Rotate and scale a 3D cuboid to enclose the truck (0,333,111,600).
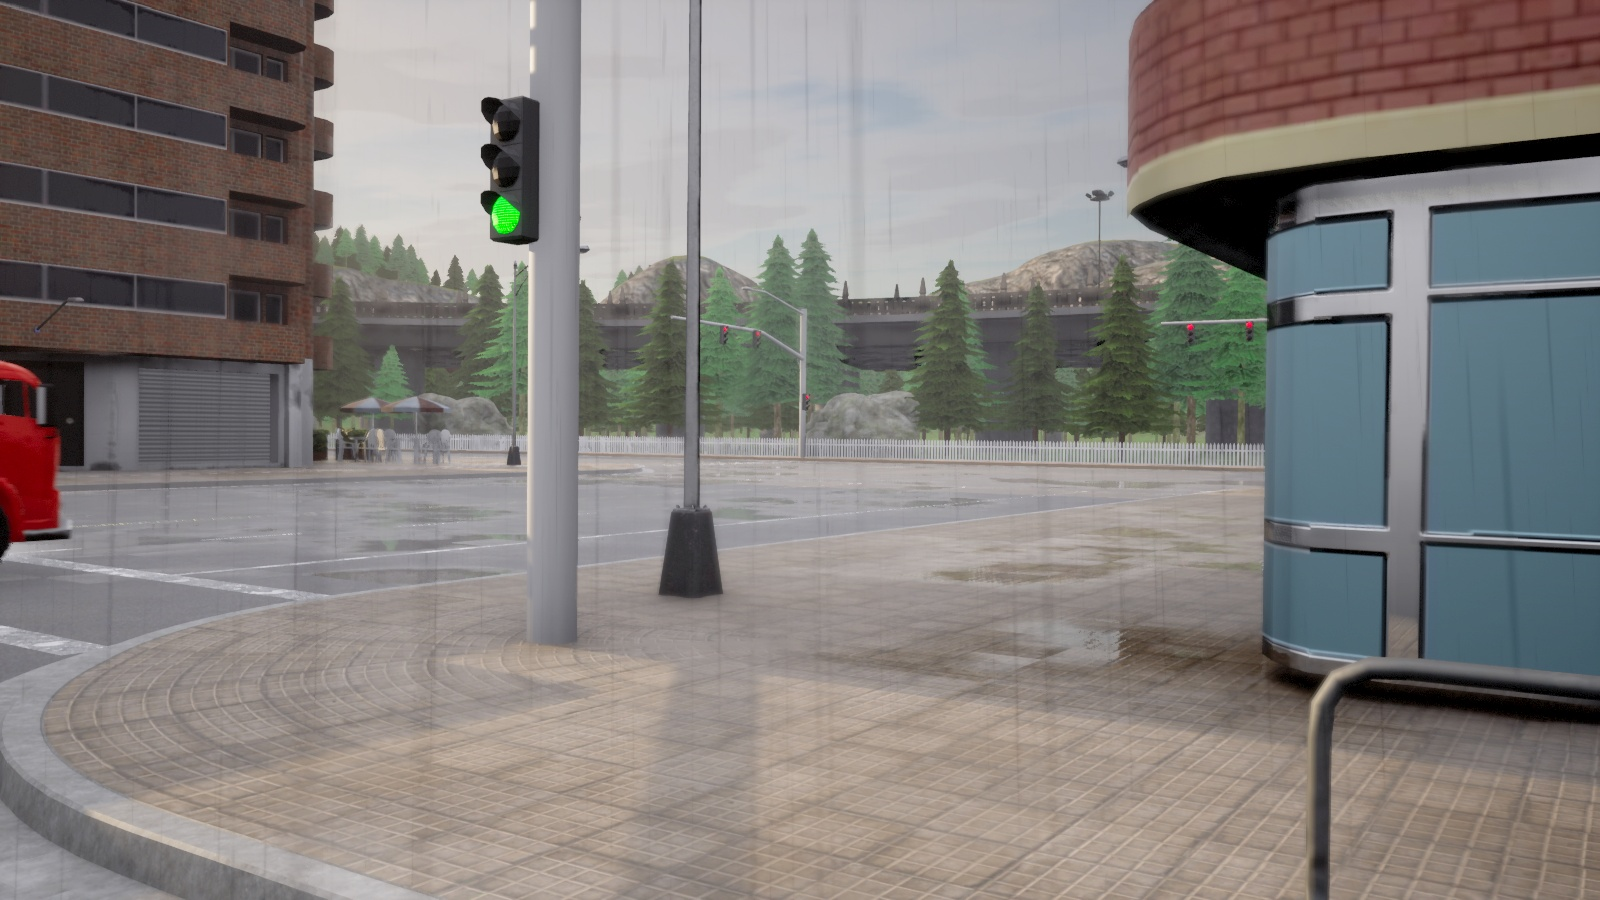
[{"bbox_3d":[-9.371,0.179,10.993,2.627,2.467,5.204,0,1,34],"label":"truck"}]
